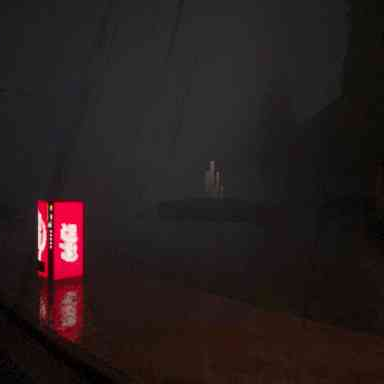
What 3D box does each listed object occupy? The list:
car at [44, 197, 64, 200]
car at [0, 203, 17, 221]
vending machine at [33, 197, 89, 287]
[{"bbox_3d":[-16.012,1.350,39.166,2.097,1.767,4.553,0,0,1],"label":"car"},{"bbox_3d":[-15.785,1.563,26.845,1.994,1.385,4.181,0,0,-8],"label":"car"},{"bbox_3d":[-3.372,1.195,8.562,1.100,2.100,0.880,0,0,-41],"label":"vending machine"}]
